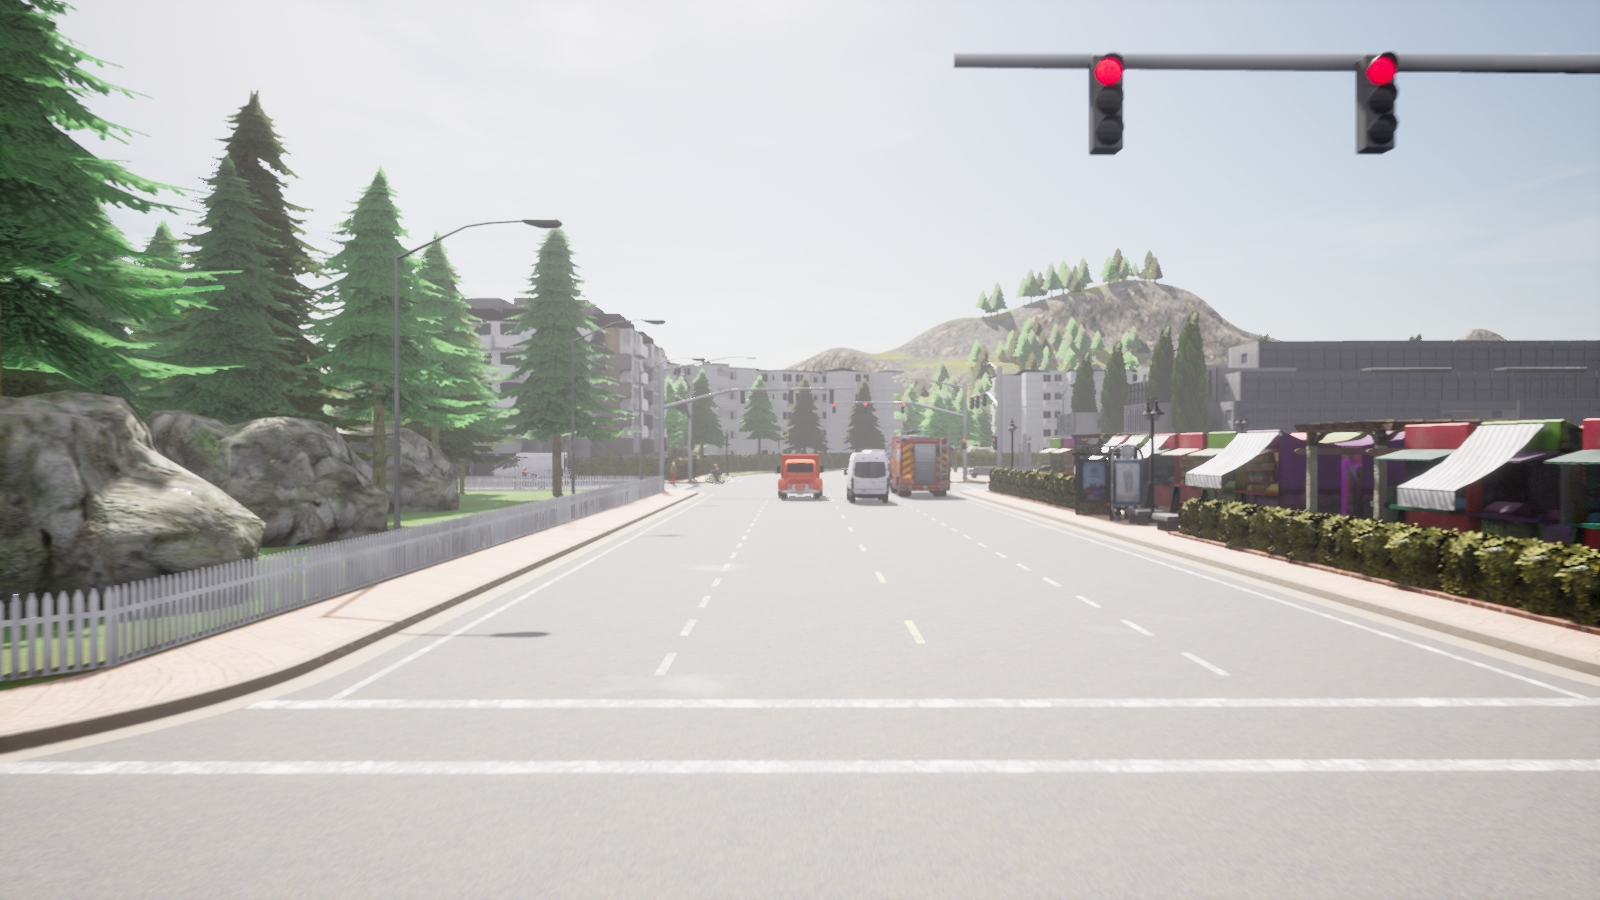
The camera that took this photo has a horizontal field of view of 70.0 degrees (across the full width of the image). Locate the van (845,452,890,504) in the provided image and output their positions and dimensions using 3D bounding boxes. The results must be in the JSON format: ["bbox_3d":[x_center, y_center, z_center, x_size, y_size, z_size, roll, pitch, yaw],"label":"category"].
[{"bbox_3d":[3.503,1.405,59.961,1.988,2.561,5.915,0,0,0],"label":"van"}]

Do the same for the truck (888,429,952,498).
[{"bbox_3d":[7.011,0.735,67.955,2.891,3.827,8.468,0,0,0],"label":"truck"}]

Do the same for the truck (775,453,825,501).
[{"bbox_3d":[0.009,1.442,63.269,2.627,2.467,5.204,0,0,0],"label":"truck"}]
